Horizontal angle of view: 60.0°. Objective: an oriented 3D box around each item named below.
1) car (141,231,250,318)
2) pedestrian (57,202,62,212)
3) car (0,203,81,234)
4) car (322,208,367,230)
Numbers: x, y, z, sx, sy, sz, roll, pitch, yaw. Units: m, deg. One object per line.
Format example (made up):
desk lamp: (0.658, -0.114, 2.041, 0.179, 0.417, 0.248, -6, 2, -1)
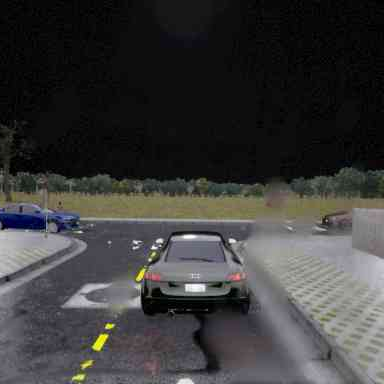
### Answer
car: (0.087, 1.562, 7.537, 1.994, 1.385, 4.181, 0, 0, 1)
pedestrian: (-9.719, 0.998, 24.448, 0.375, 1.860, 0.375, 0, -1, 0)
car: (-8.660, 1.376, 18.245, 5.008, 1.535, 1.882, 1, 0, 6)
car: (10.762, 1.724, 21.711, 4.181, 1.385, 1.994, 1, 0, -1)
